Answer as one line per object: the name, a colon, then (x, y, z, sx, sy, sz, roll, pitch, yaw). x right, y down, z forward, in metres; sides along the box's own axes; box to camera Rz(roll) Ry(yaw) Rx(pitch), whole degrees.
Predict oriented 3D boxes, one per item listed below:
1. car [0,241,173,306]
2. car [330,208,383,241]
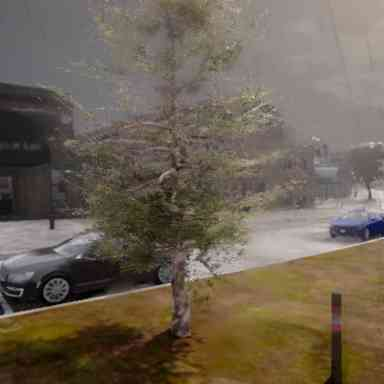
car: (-2.293, 1.721, 8.860, 4.892, 1.521, 2.231, 1, 2, -37)
car: (9.812, 1.840, 19.384, 5.008, 1.535, 2.097, 1, -1, -44)
